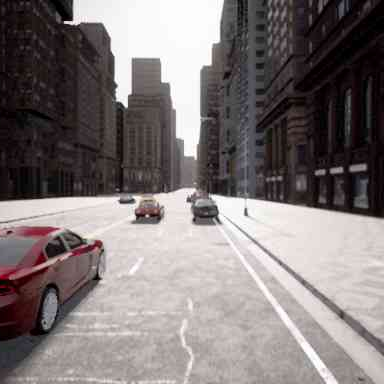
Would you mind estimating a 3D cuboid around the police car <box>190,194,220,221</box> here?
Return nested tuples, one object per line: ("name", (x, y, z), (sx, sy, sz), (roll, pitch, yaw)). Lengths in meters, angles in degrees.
("police car", (0.979, 1.221, 24.958), (1.930, 1.638, 5.238), (0, 0, 0))

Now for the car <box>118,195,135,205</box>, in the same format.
("car", (-9.816, 1.172, 50.282), (1.994, 1.385, 4.181), (0, 0, 0))

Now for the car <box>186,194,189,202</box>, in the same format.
("car", (0.009, 1.119, 58.114), (1.994, 1.385, 4.181), (0, 0, 0))

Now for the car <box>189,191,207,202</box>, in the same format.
("car", (0.980, 1.071, 34.818), (2.097, 1.767, 4.553), (0, 0, 0))

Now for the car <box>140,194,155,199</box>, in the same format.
("car", (-6.571, 1.094, 49.103), (1.882, 1.535, 5.008), (0, 0, 0))

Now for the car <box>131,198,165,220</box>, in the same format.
("car", (-3.147, 1.391, 25.681), (1.895, 1.301, 4.718), (0, 0, 0))

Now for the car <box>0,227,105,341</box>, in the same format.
("car", (-3.150, 1.421, 6.601), (1.882, 1.535, 5.008), (0, 0, 0))

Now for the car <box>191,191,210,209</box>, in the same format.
("car", (0.981, 0.900, 40.877), (2.150, 2.045, 5.566), (0, 0, 0))

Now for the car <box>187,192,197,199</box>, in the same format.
("car", (0.011, 0.836, 76.157), (2.128, 1.511, 4.902), (0, 0, 0))
